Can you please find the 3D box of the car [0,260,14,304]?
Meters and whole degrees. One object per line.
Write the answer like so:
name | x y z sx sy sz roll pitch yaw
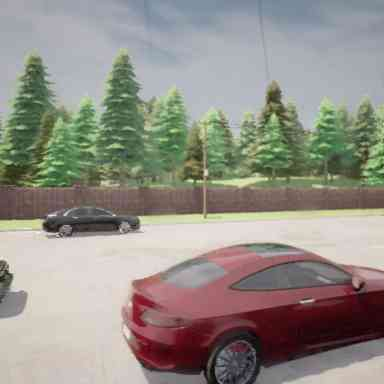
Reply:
car | -6.094 1.544 5.622 5.357 1.411 2.033 0 0 -23

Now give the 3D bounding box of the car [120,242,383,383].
car | 1.317 1.513 4.968 4.674 1.442 1.812 0 0 -23

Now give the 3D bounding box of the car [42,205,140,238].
car | -5.172 1.475 17.411 4.892 1.490 1.837 0 0 -23
